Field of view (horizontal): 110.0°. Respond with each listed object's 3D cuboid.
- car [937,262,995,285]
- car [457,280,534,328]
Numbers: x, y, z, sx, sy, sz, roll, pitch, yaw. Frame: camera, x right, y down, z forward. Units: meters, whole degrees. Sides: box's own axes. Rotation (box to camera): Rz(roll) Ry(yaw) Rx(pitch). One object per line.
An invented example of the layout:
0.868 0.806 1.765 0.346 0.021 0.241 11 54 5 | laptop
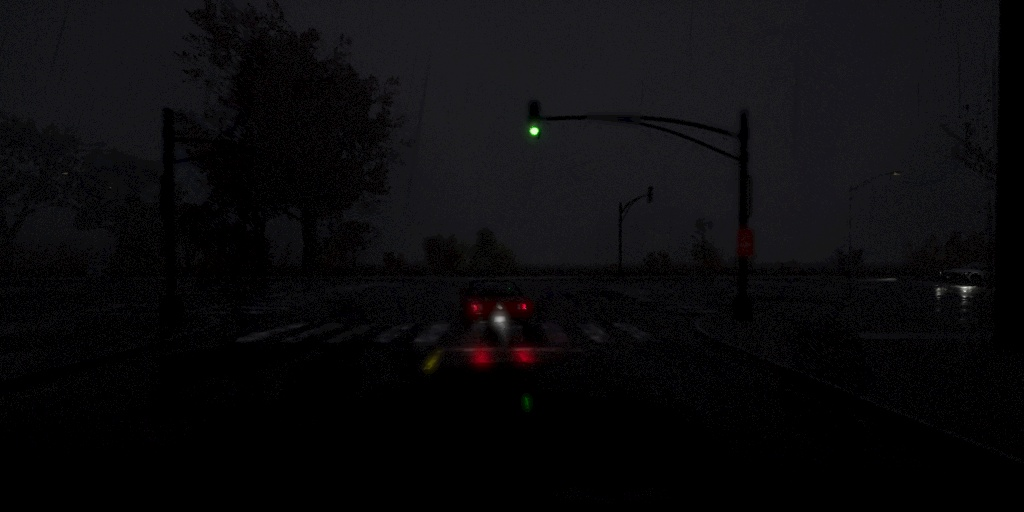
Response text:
32.207 1.164 24.541 4.674 1.442 1.812 0 1 1 | car
-0.745 1.425 11.699 1.895 1.301 4.718 0 -1 -11 | car
